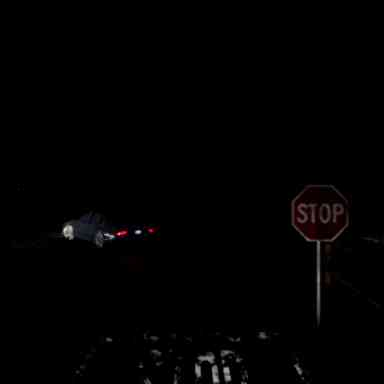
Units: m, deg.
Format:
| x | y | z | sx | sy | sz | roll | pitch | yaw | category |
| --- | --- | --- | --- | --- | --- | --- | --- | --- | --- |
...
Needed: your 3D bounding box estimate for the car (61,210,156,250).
| x | y | z | sx | sy | sz | roll | pitch | yaw | category |
| --- | --- | --- | --- | --- | --- | --- | --- | --- | --- |
| -3.670 | 1.482 | 14.050 | 2.033 | 1.411 | 5.357 | 1 | 0 | -42 | car |
